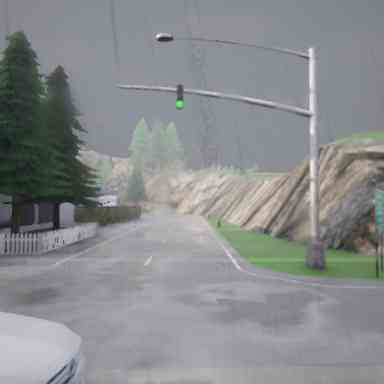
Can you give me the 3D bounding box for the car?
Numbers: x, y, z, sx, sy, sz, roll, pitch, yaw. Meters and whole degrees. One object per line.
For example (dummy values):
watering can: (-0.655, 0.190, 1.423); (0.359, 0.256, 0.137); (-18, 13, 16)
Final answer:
car: (-3.440, 1.611, 3.169); (4.674, 1.442, 1.812); (0, -2, -1)
